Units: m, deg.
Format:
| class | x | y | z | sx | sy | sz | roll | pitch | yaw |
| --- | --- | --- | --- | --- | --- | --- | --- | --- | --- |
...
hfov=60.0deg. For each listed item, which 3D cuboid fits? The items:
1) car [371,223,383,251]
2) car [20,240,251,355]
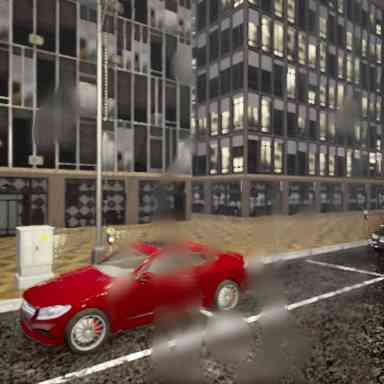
| class | x | y | z | sx | sy | sz | roll | pitch | yaw |
| --- | --- | --- | --- | --- | --- | --- | --- | --- | --- |
| car | 8.521 | 1.523 | 12.639 | 4.403 | 1.369 | 2.008 | 0 | 0 | -36 |
| car | -0.747 | 1.577 | 6.024 | 4.206 | 1.307 | 1.802 | 0 | 0 | -36 |
